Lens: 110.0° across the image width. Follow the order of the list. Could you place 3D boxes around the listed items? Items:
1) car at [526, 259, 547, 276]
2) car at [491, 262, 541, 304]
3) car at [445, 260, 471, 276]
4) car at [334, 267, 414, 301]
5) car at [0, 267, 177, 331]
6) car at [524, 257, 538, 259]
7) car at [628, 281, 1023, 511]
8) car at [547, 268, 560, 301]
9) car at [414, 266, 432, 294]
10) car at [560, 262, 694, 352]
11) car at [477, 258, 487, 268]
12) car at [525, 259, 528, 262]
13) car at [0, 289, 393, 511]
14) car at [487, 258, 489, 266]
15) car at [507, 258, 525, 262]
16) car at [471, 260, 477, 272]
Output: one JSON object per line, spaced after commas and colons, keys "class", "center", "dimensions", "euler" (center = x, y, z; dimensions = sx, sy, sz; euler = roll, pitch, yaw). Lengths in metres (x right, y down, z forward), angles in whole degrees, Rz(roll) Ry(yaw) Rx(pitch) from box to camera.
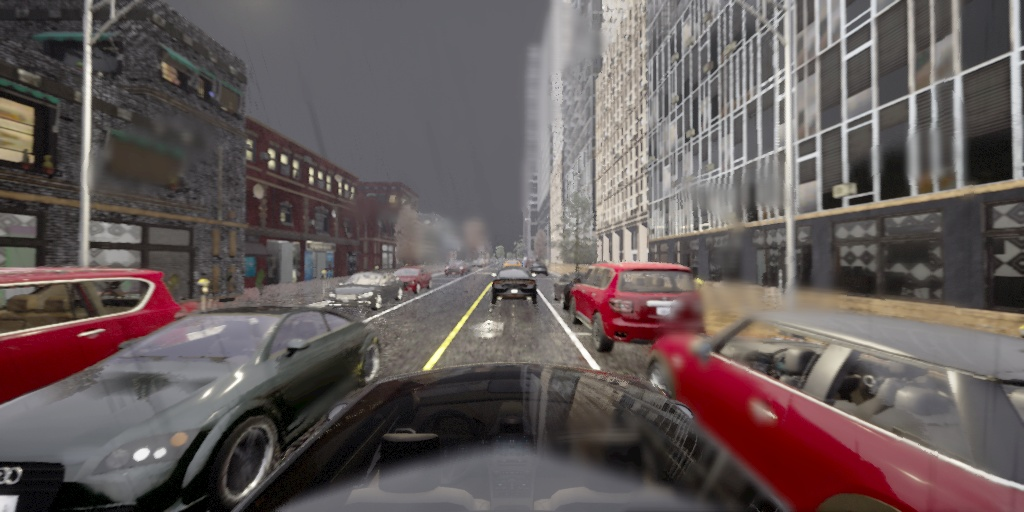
{"class": "car", "center": [2.686, 1.299, 36.965], "dimensions": [1.948, 1.339, 4.313], "euler": [0, 0, 0]}
{"class": "car", "center": [0.095, 1.220, 16.415], "dimensions": [1.882, 1.535, 5.008], "euler": [0, 0, 0]}
{"class": "car", "center": [-5.695, 1.173, 37.019], "dimensions": [1.967, 1.591, 4.097], "euler": [0, 0, 0]}
{"class": "car", "center": [-5.692, 1.293, 14.443], "dimensions": [2.007, 1.370, 4.403], "euler": [0, 0, 0]}
{"class": "car", "center": [-5.690, 1.064, 3.156], "dimensions": [2.192, 1.841, 5.009], "euler": [0, 0, 0]}
{"class": "car", "center": [2.692, 1.044, 48.253], "dimensions": [2.192, 1.841, 5.009], "euler": [0, 0, 0]}
{"class": "car", "center": [2.690, 1.189, 3.101], "dimensions": [1.967, 1.591, 4.097], "euler": [0, 0, 0]}
{"class": "car", "center": [2.689, 1.309, 14.388], "dimensions": [1.948, 1.339, 4.313], "euler": [0, 0, 0]}
{"class": "car", "center": [-5.693, 1.285, 20.087], "dimensions": [1.888, 1.381, 4.507], "euler": [0, 0, 0]}
{"class": "car", "center": [2.689, 1.061, 8.745], "dimensions": [2.192, 1.841, 5.009], "euler": [0, 0, 0]}
{"class": "car", "center": [-5.698, 1.290, 59.595], "dimensions": [1.948, 1.339, 4.313], "euler": [0, 0, 0]}
{"class": "car", "center": [2.689, 1.313, 42.609], "dimensions": [1.802, 1.307, 4.207], "euler": [0, 0, 0]}
{"class": "car", "center": [-3.100, 1.312, 4.136], "dimensions": [1.994, 1.385, 4.181], "euler": [0, 0, 0]}
{"class": "car", "center": [-5.699, 1.162, 65.239], "dimensions": [1.967, 1.591, 4.097], "euler": [0, 0, 0]}
{"class": "car", "center": [0.094, 1.210, 38.239], "dimensions": [1.882, 1.535, 5.008], "euler": [0, 0, 0]}
{"class": "car", "center": [-5.696, 1.297, 42.663], "dimensions": [1.948, 1.339, 4.313], "euler": [0, 0, 0]}
